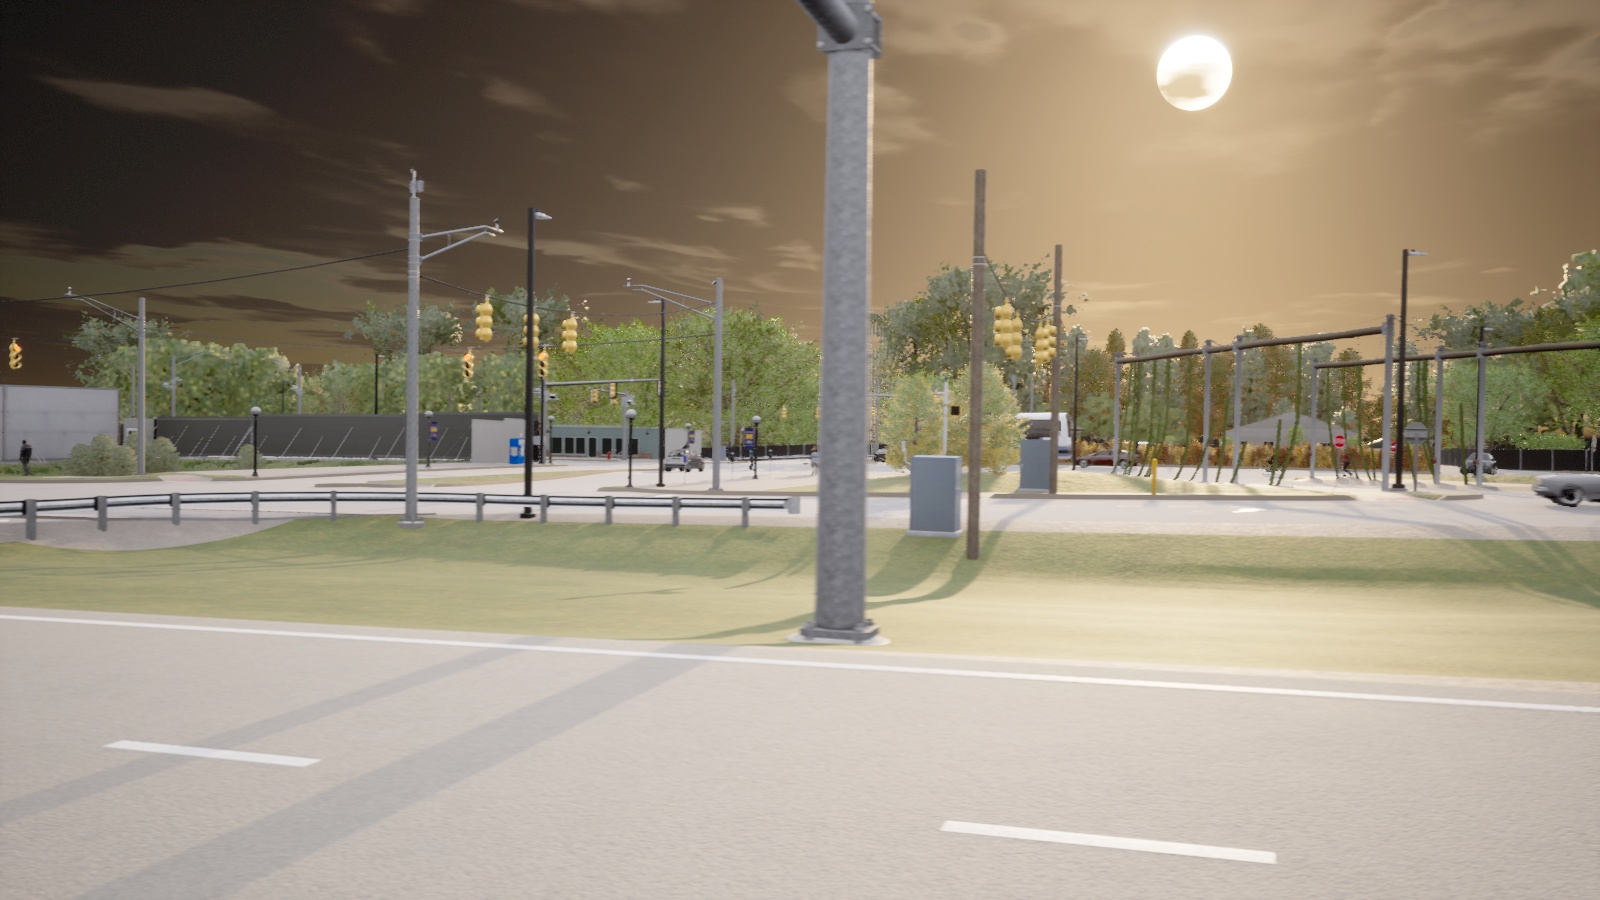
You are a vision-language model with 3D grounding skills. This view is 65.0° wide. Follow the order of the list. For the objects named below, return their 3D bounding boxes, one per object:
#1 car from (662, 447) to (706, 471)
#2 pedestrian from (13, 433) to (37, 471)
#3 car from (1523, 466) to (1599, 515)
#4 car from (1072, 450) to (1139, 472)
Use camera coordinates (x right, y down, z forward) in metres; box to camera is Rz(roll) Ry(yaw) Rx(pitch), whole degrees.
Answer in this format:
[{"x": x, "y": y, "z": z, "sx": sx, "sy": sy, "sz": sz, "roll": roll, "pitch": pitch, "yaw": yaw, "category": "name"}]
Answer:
[{"x": -8.080, "y": 0.630, "z": 87.942, "sx": 1.851, "sy": 1.617, "sz": 3.988, "roll": 1, "pitch": 0, "yaw": 14, "category": "car"}, {"x": -38.944, "y": 0.092, "z": 63.103, "sx": 0.849, "sy": 1.883, "sz": 0.563, "roll": 2, "pitch": 1, "yaw": 18, "category": "pedestrian"}, {"x": 23.430, "y": 1.147, "z": 35.753, "sx": 4.718, "sy": 1.301, "sz": 1.895, "roll": 0, "pitch": 1, "yaw": 23, "category": "car"}, {"x": 23.371, "y": 0.842, "z": 95.936, "sx": 4.792, "sy": 1.488, "sz": 2.163, "roll": 2, "pitch": 2, "yaw": 18, "category": "car"}]
